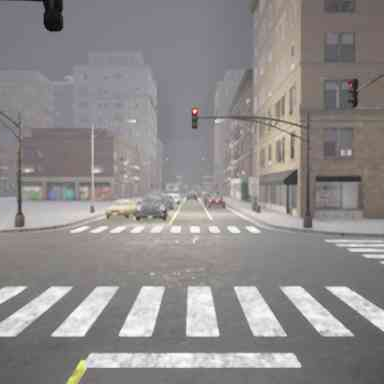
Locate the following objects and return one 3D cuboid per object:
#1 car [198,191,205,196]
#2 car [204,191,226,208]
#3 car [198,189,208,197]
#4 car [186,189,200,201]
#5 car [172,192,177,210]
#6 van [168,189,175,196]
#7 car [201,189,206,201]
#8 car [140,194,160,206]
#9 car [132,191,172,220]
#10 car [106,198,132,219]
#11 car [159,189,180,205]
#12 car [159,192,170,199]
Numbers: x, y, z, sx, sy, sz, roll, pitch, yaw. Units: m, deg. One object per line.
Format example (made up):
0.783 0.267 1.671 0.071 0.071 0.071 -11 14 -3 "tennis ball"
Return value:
2.654 0.330 93.720 1.947 1.339 4.313 0 1 0 "car"
2.644 0.947 37.104 1.967 1.590 4.097 0 1 0 "car"
2.652 0.227 82.394 2.192 1.841 5.009 0 1 0 "car"
0.011 0.767 55.722 1.837 1.490 4.892 0 1 0 "car"
-2.832 1.049 34.356 1.837 1.490 4.892 0 1 0 "car"
-5.372 0.179 88.057 1.690 1.788 3.998 0 1 0 "van"
2.645 0.748 42.764 2.192 1.841 5.009 0 1 0 "car"
-5.380 0.984 42.769 2.008 1.369 4.403 0 1 0 "car"
-2.798 1.031 24.103 2.097 1.767 4.553 0 1 -1 "car"
-5.383 1.184 25.614 1.752 1.417 4.829 0 1 0 "car"
-2.783 0.615 45.588 2.150 2.045 5.566 0 1 0 "car"
-5.376 0.717 65.416 1.802 1.307 4.206 0 1 0 "car"
